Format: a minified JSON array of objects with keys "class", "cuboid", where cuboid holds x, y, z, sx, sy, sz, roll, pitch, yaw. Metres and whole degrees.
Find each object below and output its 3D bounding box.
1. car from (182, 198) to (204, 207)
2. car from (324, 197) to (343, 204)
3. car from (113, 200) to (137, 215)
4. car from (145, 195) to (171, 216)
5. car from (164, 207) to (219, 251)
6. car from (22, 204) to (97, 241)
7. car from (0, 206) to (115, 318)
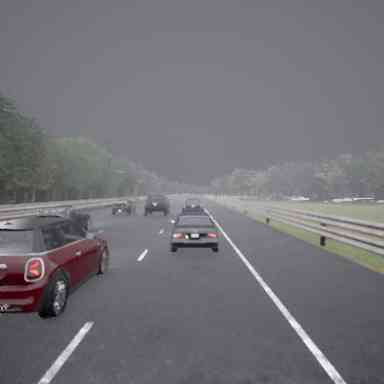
[{"class":"car","cuboid":[0.101,1.407,33.923,2.097,1.767,4.553,0,0,0]},{"class":"car","cuboid":[33.433,1.922,78.340,1.837,1.490,4.892,0,0,-31]},{"class":"car","cuboid":[-6.900,1.561,34.277,1.837,1.490,4.892,0,0,0]},{"class":"car","cuboid":[-3.399,1.275,33.383,2.150,2.045,5.566,0,0,0]},{"class":"car","cuboid":[0.100,1.565,14.072,2.033,1.411,5.357,0,0,0]},{"class":"car","cuboid":[-6.901,1.516,17.987,2.128,1.511,4.902,0,0,0]},{"class":"car","cuboid":[-3.401,1.361,7.590,2.097,1.767,4.553,0,0,0]}]
